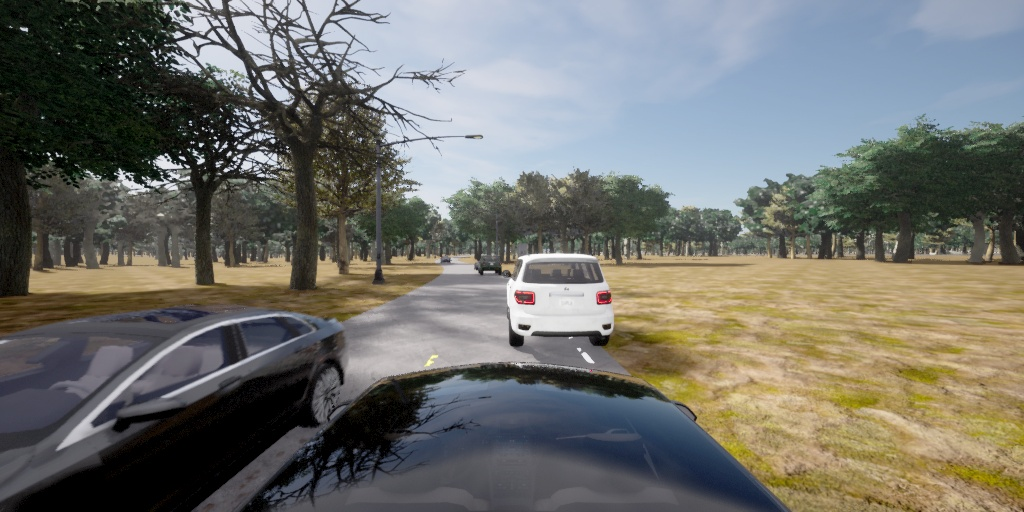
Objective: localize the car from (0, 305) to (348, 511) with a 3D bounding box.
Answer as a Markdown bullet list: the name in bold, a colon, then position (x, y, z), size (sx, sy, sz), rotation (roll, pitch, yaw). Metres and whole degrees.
- **car**: position (-3.086, 1.241, 2.853), size (2.128, 1.511, 4.902), rotation (0, 0, 0)

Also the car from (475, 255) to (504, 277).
- **car**: position (-2.371, 0.899, 37.738), size (2.150, 2.045, 5.566), rotation (0, 0, -9)

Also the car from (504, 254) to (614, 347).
- **car**: position (0.964, 0.967, 9.497), size (2.150, 2.045, 5.566), rotation (0, 0, -2)
